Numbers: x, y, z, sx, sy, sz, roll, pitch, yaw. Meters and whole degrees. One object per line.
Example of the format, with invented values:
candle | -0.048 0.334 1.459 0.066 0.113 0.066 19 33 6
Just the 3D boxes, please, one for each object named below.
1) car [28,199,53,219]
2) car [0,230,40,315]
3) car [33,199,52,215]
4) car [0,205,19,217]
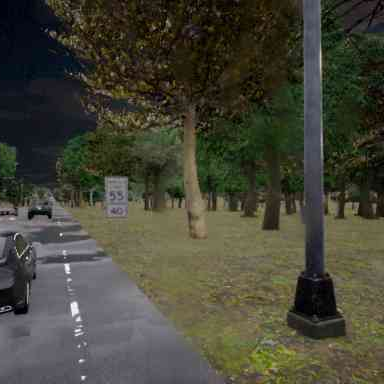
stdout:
car | -15.952 1.742 35.056 2.150 2.045 5.566 0 -1 -22
car | -4.534 1.602 7.347 1.837 1.490 4.892 0 -1 -22
car | -20.112 1.921 44.997 2.150 2.045 5.566 0 -1 -22
car | -21.020 2.171 38.012 1.994 1.385 4.181 0 -1 -22
